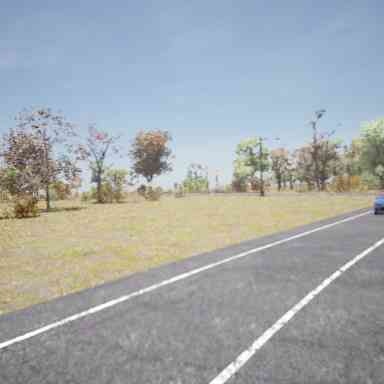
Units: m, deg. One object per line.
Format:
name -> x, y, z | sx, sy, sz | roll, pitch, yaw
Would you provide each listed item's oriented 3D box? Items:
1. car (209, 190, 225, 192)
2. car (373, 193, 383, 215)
car -> 5.598, -0.242, 75.529 | 5.357, 1.411, 2.033 | -1, 1, 40
car -> 14.712, 0.731, 24.325 | 1.882, 1.535, 5.008 | -3, 0, 40
